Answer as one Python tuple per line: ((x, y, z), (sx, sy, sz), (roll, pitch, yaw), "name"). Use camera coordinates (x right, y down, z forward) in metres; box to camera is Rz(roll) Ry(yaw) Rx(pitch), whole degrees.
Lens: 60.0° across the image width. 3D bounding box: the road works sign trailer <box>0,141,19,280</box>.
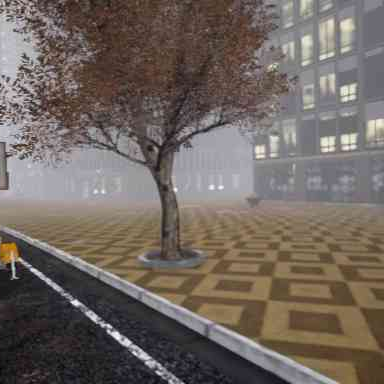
((-6.076, 0.389, 8.563), (2.380, 3.560, 2.880), (-3, 2, -39), "road works sign trailer")
